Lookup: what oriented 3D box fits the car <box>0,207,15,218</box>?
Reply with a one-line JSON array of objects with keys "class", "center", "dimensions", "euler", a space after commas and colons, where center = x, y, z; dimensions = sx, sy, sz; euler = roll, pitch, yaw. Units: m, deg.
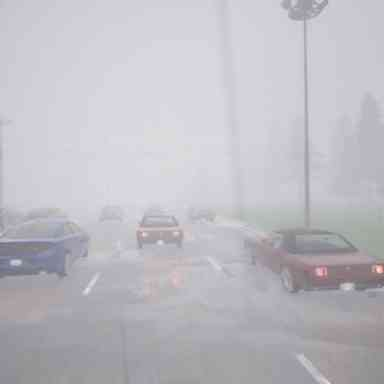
[{"class": "car", "center": [-13.053, 1.765, 22.855], "dimensions": [2.128, 1.511, 4.902], "euler": [-1, 0, -7]}]

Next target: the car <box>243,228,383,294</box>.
[{"class": "car", "center": [2.833, 1.619, 8.855], "dimensions": [1.895, 1.301, 4.718], "euler": [-1, 0, -7]}]

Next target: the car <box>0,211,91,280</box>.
[{"class": "car", "center": [-4.520, 1.588, 10.496], "dimensions": [1.882, 1.535, 5.008], "euler": [-1, -1, -6]}]

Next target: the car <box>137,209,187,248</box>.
[{"class": "car", "center": [-1.521, 1.704, 15.302], "dimensions": [1.895, 1.301, 4.718], "euler": [-1, 0, -7]}]

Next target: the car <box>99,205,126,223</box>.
[{"class": "car", "center": [-6.659, 1.780, 28.178], "dimensions": [2.033, 1.411, 5.357], "euler": [-1, 0, -7]}]

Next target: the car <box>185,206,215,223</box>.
[{"class": "car", "center": [0.553, 1.746, 26.970], "dimensions": [1.895, 1.301, 4.718], "euler": [-1, 0, -7]}]

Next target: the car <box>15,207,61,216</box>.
[{"class": "car", "center": [-9.362, 1.730, 21.520], "dimensions": [1.837, 1.490, 4.892], "euler": [-1, 0, -7]}]

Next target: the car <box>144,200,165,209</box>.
[{"class": "car", "center": [-3.399, 1.734, 30.307], "dimensions": [1.812, 1.442, 4.674], "euler": [-1, -1, -7]}]
